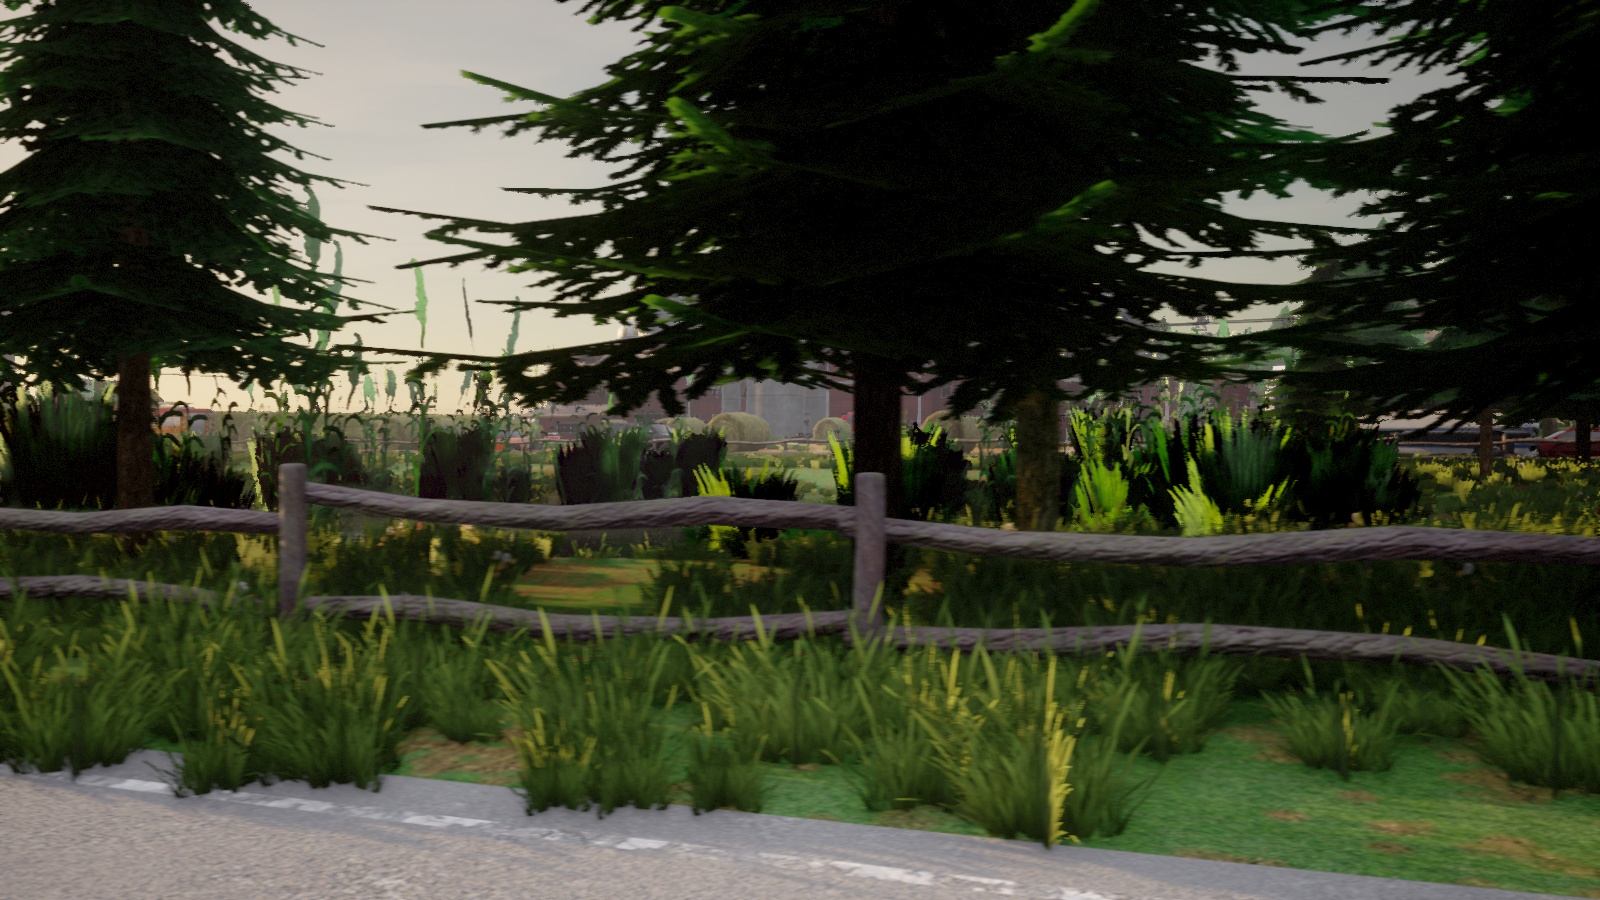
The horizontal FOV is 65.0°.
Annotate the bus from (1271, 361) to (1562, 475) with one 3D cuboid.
[{"bbox_3d":[24.992,-1.283,51.176,10.273,4.253,3.944,1,1,31],"label":"bus"}]

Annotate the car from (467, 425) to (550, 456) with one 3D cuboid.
[{"bbox_3d":[-17.273,-0.575,74.380,4.553,1.767,2.097,1,1,29],"label":"car"}]

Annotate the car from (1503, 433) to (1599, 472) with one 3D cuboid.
[{"bbox_3d":[31.794,0.091,51.589,5.008,1.535,1.882,1,1,28],"label":"car"}]

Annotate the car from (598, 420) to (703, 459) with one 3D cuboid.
[{"bbox_3d":[-8.271,-0.601,69.463,5.566,2.045,2.150,1,1,29],"label":"car"}]
